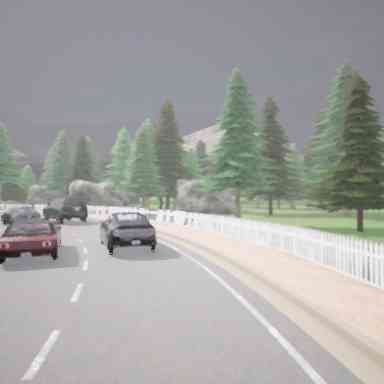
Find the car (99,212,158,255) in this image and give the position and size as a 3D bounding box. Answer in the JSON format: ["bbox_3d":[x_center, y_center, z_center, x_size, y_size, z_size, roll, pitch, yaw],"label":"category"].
[{"bbox_3d":[-2.797,1.596,14.052,2.128,1.511,4.902,0,0,-20],"label":"car"}]

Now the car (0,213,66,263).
[{"bbox_3d":[-5.968,1.723,12.623,1.895,1.301,4.718,0,0,-19],"label":"car"}]

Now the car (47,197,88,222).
[{"bbox_3d":[-10.530,1.469,27.620,2.150,2.045,5.566,0,0,-40],"label":"car"}]

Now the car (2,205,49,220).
[{"bbox_3d":[-12.750,1.795,24.848,2.033,1.411,5.357,0,0,-39],"label":"car"}]
